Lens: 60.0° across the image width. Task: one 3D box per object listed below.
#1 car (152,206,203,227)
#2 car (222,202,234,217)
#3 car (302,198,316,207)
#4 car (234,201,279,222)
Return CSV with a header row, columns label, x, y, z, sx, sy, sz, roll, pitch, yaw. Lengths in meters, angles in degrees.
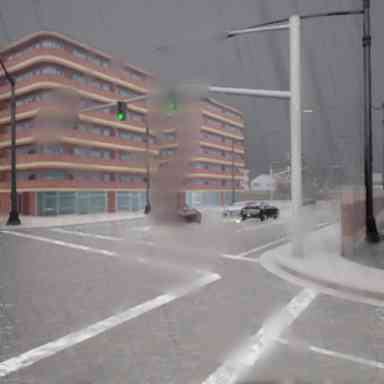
label,x,y,z,sx,sy,sz,roll,pitch,yaw
car,-0.977,1.712,24.047,1.994,1.385,4.181,-1,0,33
car,4.612,1.668,32.570,1.812,1.442,4.674,-1,0,33
car,18.543,1.672,53.754,2.033,1.411,5.357,-1,0,34
car,5.718,1.596,27.710,2.128,1.511,4.902,-1,0,33
